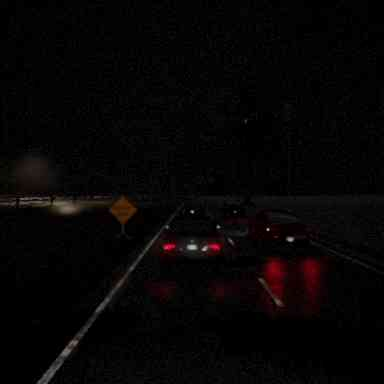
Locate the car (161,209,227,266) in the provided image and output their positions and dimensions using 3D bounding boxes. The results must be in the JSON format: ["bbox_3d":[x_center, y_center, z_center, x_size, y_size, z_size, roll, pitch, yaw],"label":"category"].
[{"bbox_3d":[0.021,1.520,11.379,2.033,1.411,5.357,0,0,0],"label":"car"}]

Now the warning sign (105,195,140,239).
[{"bbox_3d":[-3.057,1.080,14.723,1.300,1.860,1.060,0,0,0],"label":"warning sign"}]

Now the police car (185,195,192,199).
[{"bbox_3d":[-1.050,1.919,94.827,1.930,1.638,5.238,0,0,0],"label":"police car"}]

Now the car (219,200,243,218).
[{"bbox_3d":[3.552,1.464,29.799,1.882,1.535,5.008,0,0,0],"label":"car"}]

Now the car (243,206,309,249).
[{"bbox_3d":[3.549,1.491,14.227,1.812,1.442,4.674,0,0,0],"label":"car"}]

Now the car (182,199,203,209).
[{"bbox_3d":[0.048,1.548,28.813,1.994,1.385,4.181,0,0,0],"label":"car"}]
